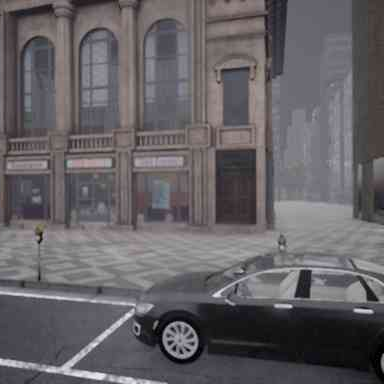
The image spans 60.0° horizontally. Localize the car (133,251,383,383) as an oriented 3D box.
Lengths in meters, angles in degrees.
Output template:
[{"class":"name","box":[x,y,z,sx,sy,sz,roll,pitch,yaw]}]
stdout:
[{"class":"car","box":[1.329,1.550,4.747,4.403,1.369,2.008,0,0,14]}]
